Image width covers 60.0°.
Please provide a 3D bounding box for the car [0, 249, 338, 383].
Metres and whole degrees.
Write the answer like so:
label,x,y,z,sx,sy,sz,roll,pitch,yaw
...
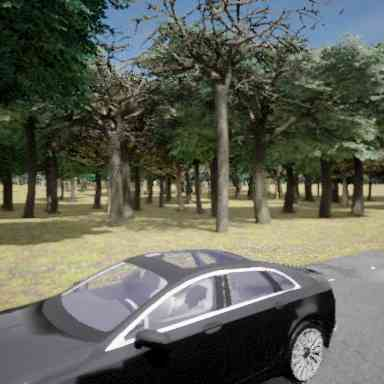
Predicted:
label,x,y,z,sx,sy,sz,roll,pitch,yaw
car,-0.285,1.505,3.839,4.902,1.511,2.128,1,0,-36
